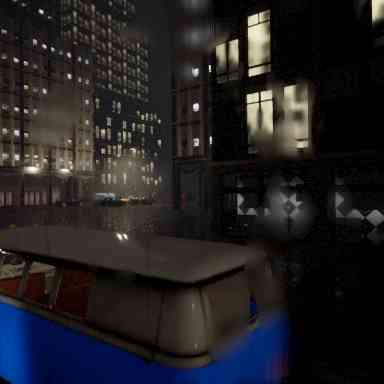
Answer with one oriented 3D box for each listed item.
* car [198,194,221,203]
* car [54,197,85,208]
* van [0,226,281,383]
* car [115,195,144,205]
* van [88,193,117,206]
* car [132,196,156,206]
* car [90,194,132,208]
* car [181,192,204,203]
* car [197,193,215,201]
[{"bbox_3d":[3.238,1.101,59.230,2.008,1.369,4.403,0,0,36],"label":"car"},{"bbox_3d":[-16.868,1.403,45.949,1.947,1.339,4.313,0,0,36],"label":"car"},{"bbox_3d":[-1.051,1.342,3.640,3.998,1.788,1.690,0,-1,36],"label":"van"},{"bbox_3d":[-10.306,1.278,54.914,1.752,1.417,4.829,0,0,36],"label":"car"},{"bbox_3d":[-13.539,1.136,50.500,1.690,1.788,3.998,0,0,36],"label":"van"},{"bbox_3d":[-6.753,1.230,45.582,2.008,1.369,4.403,0,0,36],"label":"car"},{"bbox_3d":[-10.083,1.267,41.033,1.887,1.381,4.507,0,0,36],"label":"car"},{"bbox_3d":[-0.094,0.909,54.680,2.192,1.841,5.009,0,0,36],"label":"car"},{"bbox_3d":[3.121,1.016,73.256,1.967,1.590,4.097,0,0,36],"label":"car"}]
